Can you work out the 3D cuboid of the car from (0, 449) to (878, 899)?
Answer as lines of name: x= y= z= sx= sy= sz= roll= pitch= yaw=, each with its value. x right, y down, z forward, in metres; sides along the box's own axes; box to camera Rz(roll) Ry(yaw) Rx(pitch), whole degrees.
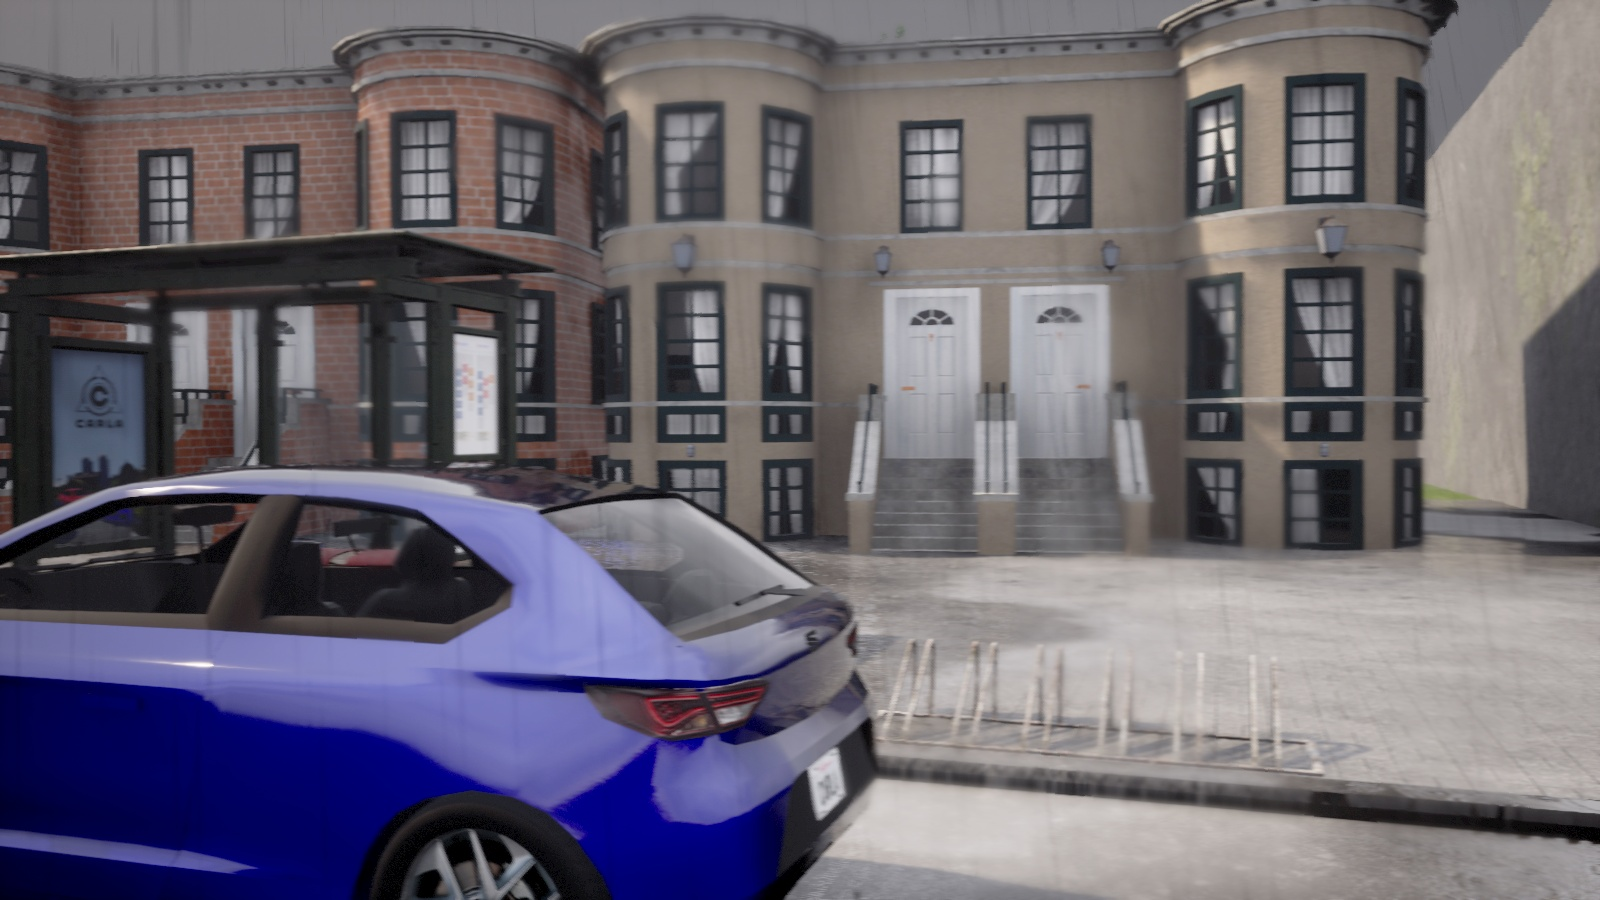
car: x=-1.994 y=0.762 z=4.392 sx=4.193 sy=1.474 sz=1.816 roll=1 pitch=1 yaw=19
